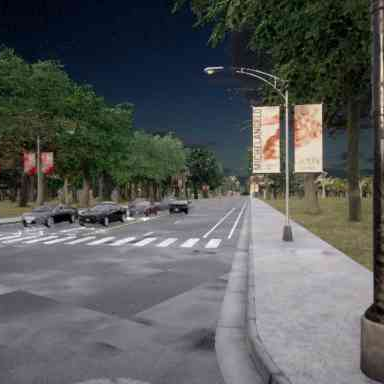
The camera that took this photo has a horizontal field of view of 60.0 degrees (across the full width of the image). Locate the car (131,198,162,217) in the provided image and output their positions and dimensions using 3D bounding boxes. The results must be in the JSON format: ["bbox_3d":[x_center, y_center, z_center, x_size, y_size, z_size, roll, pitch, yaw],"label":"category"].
[{"bbox_3d":[-4.772,1.654,33.545,1.812,1.442,4.674,0,0,10],"label":"car"}]

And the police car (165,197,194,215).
[{"bbox_3d":[-1.040,1.543,35.480,1.930,1.638,5.238,0,0,10],"label":"police car"}]

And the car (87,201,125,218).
[{"bbox_3d":[-8.256,1.666,32.482,1.812,1.442,4.674,0,0,10],"label":"car"}]

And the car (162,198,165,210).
[{"bbox_3d":[-3.000,1.514,43.576,2.097,1.767,4.553,0,0,10],"label":"car"}]

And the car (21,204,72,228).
[{"bbox_3d":[-9.866,1.601,23.420,2.128,1.511,4.902,0,0,10],"label":"car"}]

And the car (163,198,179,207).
[{"bbox_3d":[-3.652,1.768,58.130,1.812,1.442,4.674,0,-1,10],"label":"car"}]

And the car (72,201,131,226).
[{"bbox_3d":[-6.406,1.574,24.285,1.882,1.535,5.008,0,0,10],"label":"car"}]
